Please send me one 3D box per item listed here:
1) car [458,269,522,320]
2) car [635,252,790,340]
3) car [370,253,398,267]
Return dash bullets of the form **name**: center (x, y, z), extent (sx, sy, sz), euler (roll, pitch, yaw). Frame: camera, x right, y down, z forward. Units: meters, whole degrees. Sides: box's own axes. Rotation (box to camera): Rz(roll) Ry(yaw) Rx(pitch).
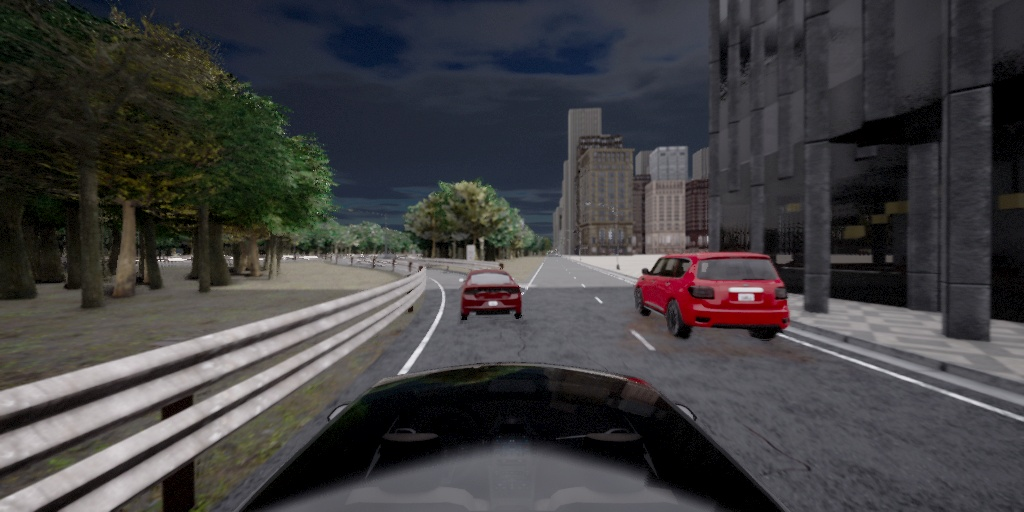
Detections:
- **car**: center (-0.856, 1.209, 12.760), extent (1.882, 1.535, 5.008), euler (-1, 0, -7)
- **car**: center (5.069, 0.926, 10.001), extent (2.150, 2.045, 5.566), euler (0, 0, 6)
- **car**: center (-20.116, 0.603, 57.121), extent (2.150, 2.045, 5.566), euler (-1, 1, -40)
